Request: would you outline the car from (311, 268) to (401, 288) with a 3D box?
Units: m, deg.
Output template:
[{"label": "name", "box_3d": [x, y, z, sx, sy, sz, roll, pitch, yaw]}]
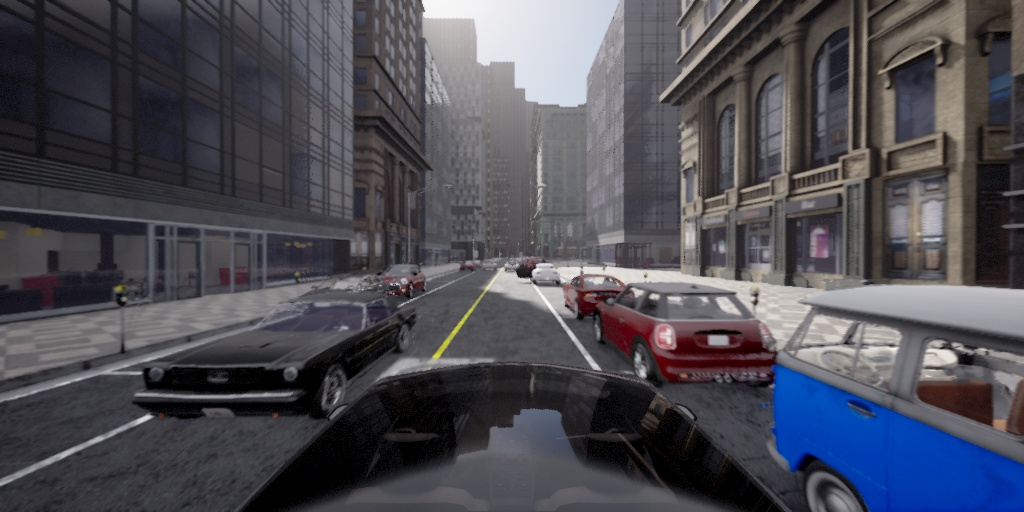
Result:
[{"label": "car", "box_3d": [-5.671, 1.294, 12.540, 2.007, 1.370, 4.403, 0, 0, 0]}]

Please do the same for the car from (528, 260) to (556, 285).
[{"label": "car", "box_3d": [2.347, 1.262, 26.069, 1.812, 1.442, 4.674, 0, 0, 0]}]

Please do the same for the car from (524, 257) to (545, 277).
[{"label": "car", "box_3d": [2.848, 1.042, 40.789, 2.192, 1.841, 5.009, 0, 0, 0]}]

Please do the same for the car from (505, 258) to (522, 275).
[{"label": "car", "box_3d": [0.015, 1.324, 46.562, 1.895, 1.301, 4.718, 0, 0, 1]}]

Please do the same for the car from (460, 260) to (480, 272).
[{"label": "car", "box_3d": [-5.678, 1.268, 46.434, 1.888, 1.381, 4.507, 0, 0, 0]}]

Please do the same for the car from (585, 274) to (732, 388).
[{"label": "car", "box_3d": [2.856, 1.187, 6.897, 1.967, 1.591, 4.097, 0, 0, 0]}]

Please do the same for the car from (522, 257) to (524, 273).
[{"label": "car", "box_3d": [2.846, 1.032, 52.087, 2.192, 1.841, 5.009, 0, 0, 0]}]

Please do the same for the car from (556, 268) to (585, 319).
[{"label": "car", "box_3d": [2.854, 1.288, 12.546, 1.888, 1.381, 4.507, 0, 0, 0]}]

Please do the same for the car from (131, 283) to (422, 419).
[{"label": "car", "box_3d": [-3.102, 1.348, 5.991, 1.895, 1.301, 4.718, 0, 0, 0]}]

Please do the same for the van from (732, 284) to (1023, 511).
[{"label": "van", "box_3d": [2.857, 1.091, 1.248, 1.690, 1.789, 3.998, 0, 0, 0]}]

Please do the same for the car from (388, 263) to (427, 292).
[{"label": "car", "box_3d": [-5.672, 1.180, 18.189, 1.967, 1.591, 4.097, 0, 0, 0]}]

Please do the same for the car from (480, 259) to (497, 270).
[{"label": "car", "box_3d": [-3.075, 1.320, 49.972, 1.895, 1.301, 4.718, 0, 0, 0]}]
